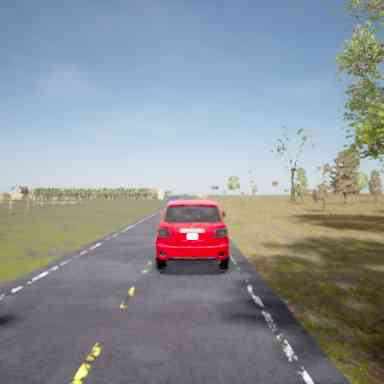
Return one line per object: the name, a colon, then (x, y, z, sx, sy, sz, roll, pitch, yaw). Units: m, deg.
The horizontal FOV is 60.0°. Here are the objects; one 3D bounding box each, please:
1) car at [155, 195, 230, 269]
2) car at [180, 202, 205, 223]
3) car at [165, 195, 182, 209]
car: (0.040, 1.278, 11.547, 2.150, 2.045, 5.566, 0, 0, 1)
car: (0.054, 1.633, 27.681, 1.837, 1.490, 4.892, 0, 0, 0)
car: (-2.771, 1.444, 50.628, 2.150, 2.045, 5.566, 0, 0, 1)
